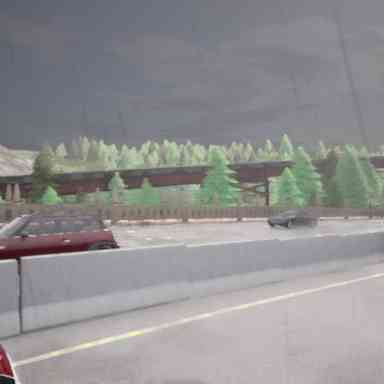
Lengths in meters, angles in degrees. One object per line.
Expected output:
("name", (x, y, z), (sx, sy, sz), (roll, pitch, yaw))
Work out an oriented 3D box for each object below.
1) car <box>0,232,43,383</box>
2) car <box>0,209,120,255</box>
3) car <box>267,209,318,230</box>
("car", (-3.213, 1.354, 1.456), (4.553, 1.767, 2.097), (0, 0, -36))
("car", (-4.423, 1.379, 9.421), (4.553, 1.767, 2.097), (1, -1, -35))
("car", (8.233, 2.196, 27.007), (4.892, 1.490, 1.837), (3, -2, -35))
